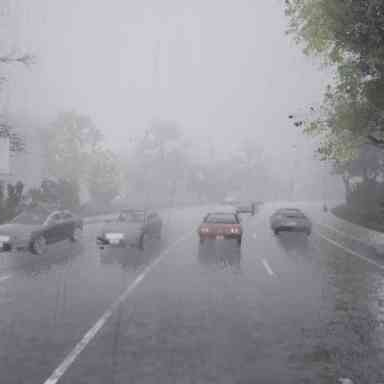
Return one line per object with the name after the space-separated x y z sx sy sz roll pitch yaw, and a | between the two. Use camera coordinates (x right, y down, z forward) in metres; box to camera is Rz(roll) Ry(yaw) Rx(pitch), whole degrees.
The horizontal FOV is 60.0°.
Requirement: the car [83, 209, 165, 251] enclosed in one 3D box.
-2.459 1.500 14.299 2.128 1.511 4.902 0 0 8 | car

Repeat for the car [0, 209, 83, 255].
-6.100 1.484 13.419 2.128 1.511 4.902 0 0 7 | car

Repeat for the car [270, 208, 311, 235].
5.597 1.615 19.206 1.994 1.385 4.181 0 0 10 | car

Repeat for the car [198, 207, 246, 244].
1.489 1.629 16.071 1.895 1.301 4.718 0 0 8 | car

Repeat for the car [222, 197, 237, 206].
6.523 1.567 54.561 1.882 1.535 5.008 0 0 27 | car

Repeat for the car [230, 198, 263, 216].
5.714 1.618 34.120 2.033 1.411 5.357 0 0 18 | car
